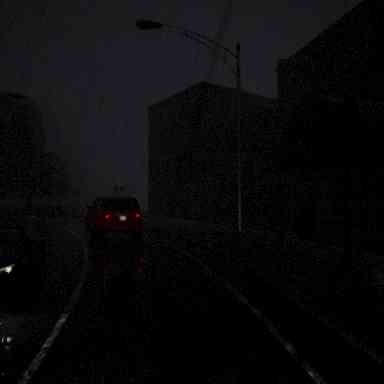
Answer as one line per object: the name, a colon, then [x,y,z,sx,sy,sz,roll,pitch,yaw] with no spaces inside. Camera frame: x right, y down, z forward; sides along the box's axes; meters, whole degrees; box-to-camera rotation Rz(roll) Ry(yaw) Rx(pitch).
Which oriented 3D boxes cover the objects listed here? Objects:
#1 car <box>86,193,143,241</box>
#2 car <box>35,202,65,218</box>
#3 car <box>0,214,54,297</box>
car: [-4.134,1.247,17.276,2.150,2.045,5.566,0,0,-24]
car: [-13.478,1.700,31.507,1.882,1.535,5.008,0,-1,-35]
car: [-4.913,1.541,8.484,1.812,1.442,4.674,0,0,-15]
